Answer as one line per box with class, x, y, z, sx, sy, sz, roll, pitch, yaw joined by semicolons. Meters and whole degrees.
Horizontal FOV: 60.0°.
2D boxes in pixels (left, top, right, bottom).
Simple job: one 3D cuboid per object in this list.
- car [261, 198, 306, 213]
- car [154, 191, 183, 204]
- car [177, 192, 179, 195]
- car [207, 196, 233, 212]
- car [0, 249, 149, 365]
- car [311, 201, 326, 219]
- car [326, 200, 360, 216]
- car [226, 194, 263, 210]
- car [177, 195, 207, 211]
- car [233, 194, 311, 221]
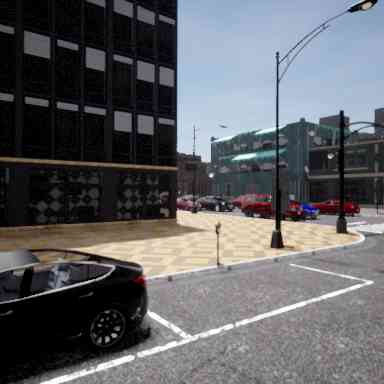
car;9.314;1.331;34.218;1.802;1.307;4.206;1;0;-36
car;-3.806;0.784;52.103;2.192;1.841;5.009;1;0;-36
car;-0.530;1.092;47.632;2.008;1.369;4.403;1;0;-36
car;2.310;1.179;33.962;1.837;1.490;4.892;0;1;-36
car;-2.688;1.566;4.636;4.313;1.339;1.947;0;0;-35
car;7.808;1.314;26.464;1.812;1.442;4.674;0;1;-38
car;12.595;1.362;29.747;1.887;1.381;4.507;1;0;-36
car;6.034;1.121;38.691;1.967;1.590;4.097;1;0;-36
car;-0.724;1.224;33.732;1.802;1.307;4.206;1;0;-36
car;5.845;1.094;24.789;2.192;1.841;5.009;1;0;-36
